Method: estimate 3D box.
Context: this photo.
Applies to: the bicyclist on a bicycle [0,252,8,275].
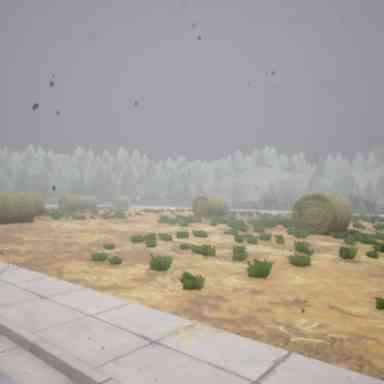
[{"bbox_3d":[-5.487,1.423,8.377,0.582,1.620,1.656,0,-2,40],"label":"bicyclist on a bicycle"}]
